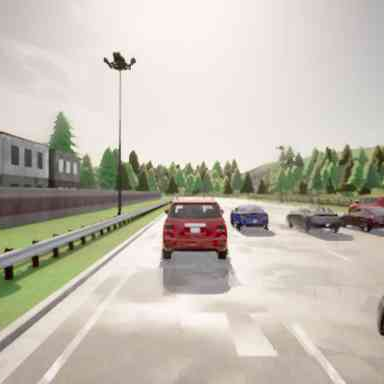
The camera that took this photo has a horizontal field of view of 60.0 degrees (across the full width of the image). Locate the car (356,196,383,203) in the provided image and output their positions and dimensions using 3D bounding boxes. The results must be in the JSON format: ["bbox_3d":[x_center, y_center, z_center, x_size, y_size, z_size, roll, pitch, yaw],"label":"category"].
[{"bbox_3d":[14.093,1.280,25.401,2.150,2.045,5.566,0,0,0],"label":"car"}]

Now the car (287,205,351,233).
[{"bbox_3d":[7.094,1.537,19.816,2.128,1.511,4.902,0,0,0],"label":"car"}]

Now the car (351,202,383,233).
[{"bbox_3d":[10.580,1.572,19.952,1.812,1.442,4.674,0,0,0],"label":"car"}]

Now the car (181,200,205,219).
[{"bbox_3d":[0.091,1.563,31.048,2.128,1.511,4.902,0,0,0],"label":"car"}]

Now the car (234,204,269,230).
[{"bbox_3d":[3.593,1.527,21.461,1.882,1.535,5.008,0,0,0],"label":"car"}]

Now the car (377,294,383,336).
[{"bbox_3d":[3.599,1.512,2.880,1.837,1.490,4.892,0,0,0],"label":"car"}]

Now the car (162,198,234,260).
[{"bbox_3d":[0.095,1.251,12.739,2.150,2.045,5.566,0,0,0],"label":"car"}]
